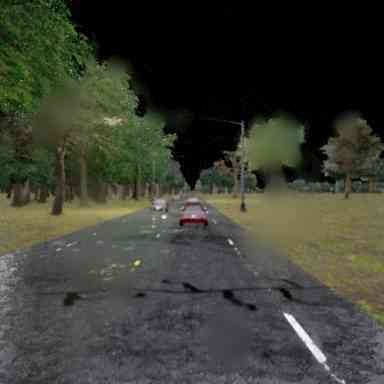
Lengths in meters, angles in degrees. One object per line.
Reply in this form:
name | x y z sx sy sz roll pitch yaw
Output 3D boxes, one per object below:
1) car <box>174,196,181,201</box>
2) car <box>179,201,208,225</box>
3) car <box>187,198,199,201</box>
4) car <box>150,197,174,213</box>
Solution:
car | -3.466 1.531 75.863 1.994 1.385 4.181 0 0 0
car | 0.112 1.591 24.252 1.994 1.385 4.181 0 0 0
car | 0.108 1.503 42.250 1.882 1.535 5.008 0 0 0
car | -3.572 1.519 37.616 2.128 1.511 4.902 0 0 0
